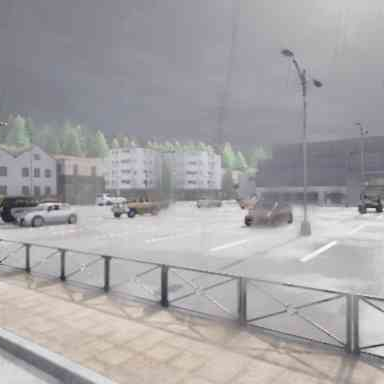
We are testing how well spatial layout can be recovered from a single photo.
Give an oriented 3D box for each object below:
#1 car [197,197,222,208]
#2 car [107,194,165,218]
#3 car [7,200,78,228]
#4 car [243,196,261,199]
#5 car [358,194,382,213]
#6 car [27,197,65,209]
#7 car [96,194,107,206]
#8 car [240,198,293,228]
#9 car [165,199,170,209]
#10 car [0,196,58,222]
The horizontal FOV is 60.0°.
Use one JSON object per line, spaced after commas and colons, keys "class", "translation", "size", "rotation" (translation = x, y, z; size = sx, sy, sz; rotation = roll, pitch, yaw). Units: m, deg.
{"class": "car", "translation": [2.362, 1.407, 44.808], "size": [1.970, 1.475, 3.806], "rotation": [-1, 0, 35]}
{"class": "car", "translation": [-4.780, 1.248, 28.972], "size": [1.932, 1.855, 4.605], "rotation": [-1, 0, 35]}
{"class": "car", "translation": [-9.630, 1.511, 22.016], "size": [1.970, 1.475, 3.806], "rotation": [-1, 0, 35]}
{"class": "car", "translation": [7.795, 1.282, 41.378], "size": [2.152, 1.636, 5.027], "rotation": [-1, 0, 35]}
{"class": "car", "translation": [18.255, 1.112, 34.012], "size": [1.905, 1.878, 3.866], "rotation": [-1, 0, 35]}
{"class": "car", "translation": [-21.790, 1.625, 49.748], "size": [1.882, 1.535, 5.008], "rotation": [-1, 0, 35]}
{"class": "car", "translation": [-13.420, 1.344, 55.513], "size": [2.150, 2.045, 5.566], "rotation": [-1, 0, 35]}
{"class": "car", "translation": [4.996, 1.358, 21.218], "size": [2.007, 1.523, 4.514], "rotation": [-1, 0, 35]}
{"class": "car", "translation": [-4.690, 1.499, 41.153], "size": [2.007, 1.523, 4.514], "rotation": [-1, 0, 35]}
{"class": "car", "translation": [-11.998, 1.251, 24.431], "size": [1.905, 1.878, 3.866], "rotation": [-1, 0, 35]}
